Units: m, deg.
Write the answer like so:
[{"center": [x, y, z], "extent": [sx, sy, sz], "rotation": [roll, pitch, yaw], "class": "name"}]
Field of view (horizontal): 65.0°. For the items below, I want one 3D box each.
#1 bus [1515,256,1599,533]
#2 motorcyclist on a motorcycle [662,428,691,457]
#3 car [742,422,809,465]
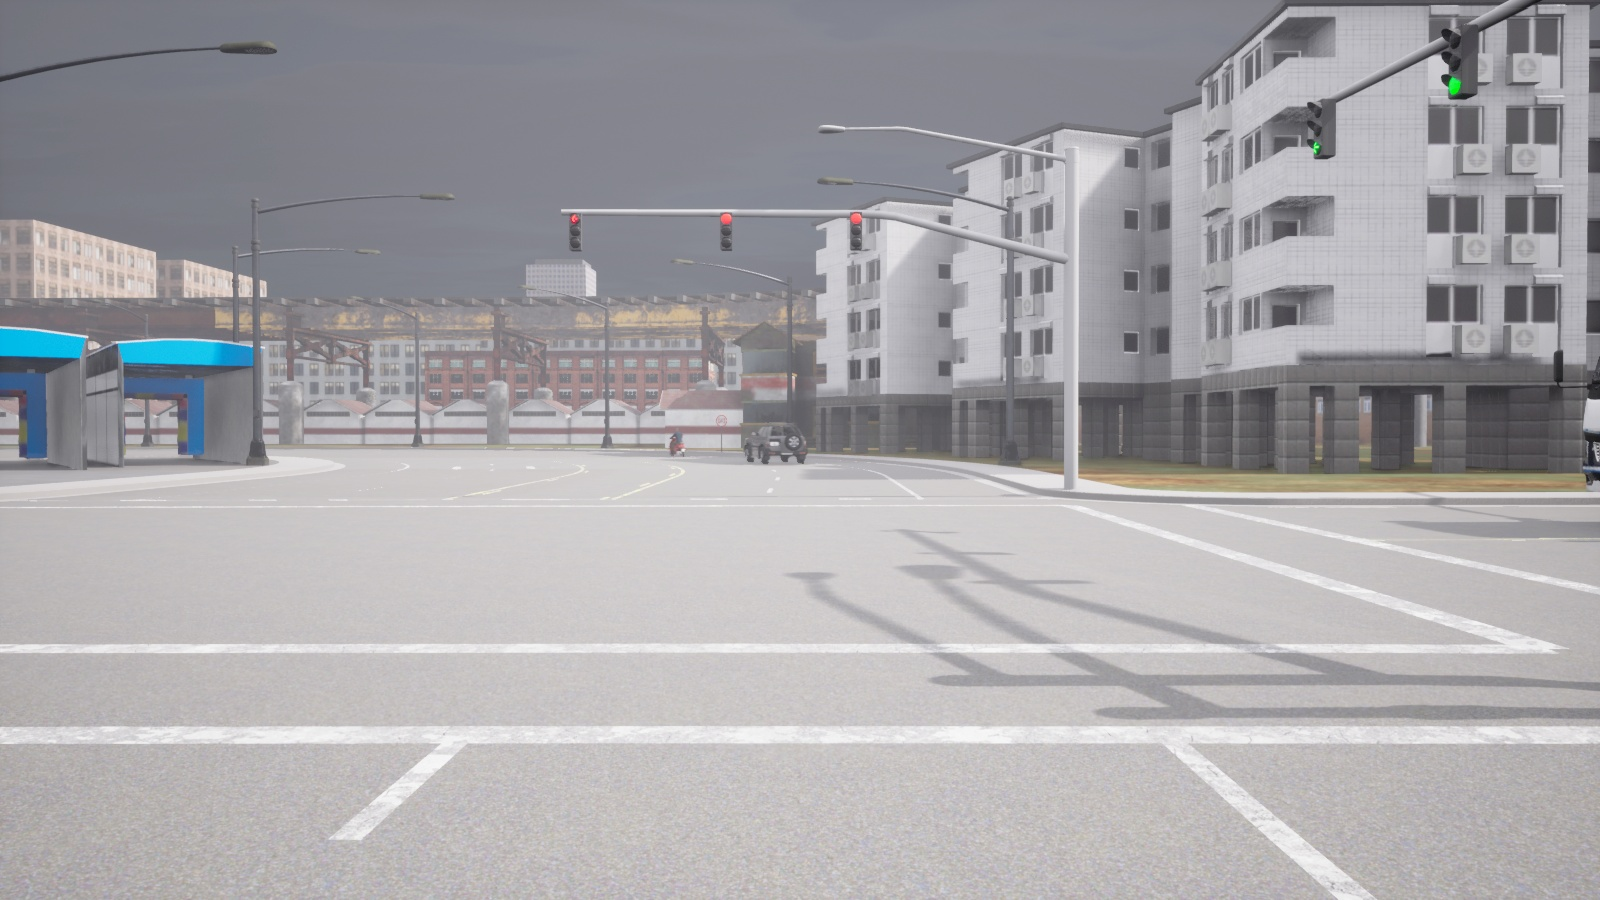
[{"center": [17.421, -0.860, 19.572], "extent": [10.273, 4.253, 3.944], "rotation": [0, 1, -1], "class": "bus"}, {"center": [-6.816, -0.420, 69.106], "extent": [0.866, 1.590, 1.817], "rotation": [-1, 1, -31], "class": "motorcyclist on a motorcycle"}, {"center": [-1.156, -0.328, 56.383], "extent": [1.932, 1.855, 4.605], "rotation": [0, 1, -15], "class": "car"}]
